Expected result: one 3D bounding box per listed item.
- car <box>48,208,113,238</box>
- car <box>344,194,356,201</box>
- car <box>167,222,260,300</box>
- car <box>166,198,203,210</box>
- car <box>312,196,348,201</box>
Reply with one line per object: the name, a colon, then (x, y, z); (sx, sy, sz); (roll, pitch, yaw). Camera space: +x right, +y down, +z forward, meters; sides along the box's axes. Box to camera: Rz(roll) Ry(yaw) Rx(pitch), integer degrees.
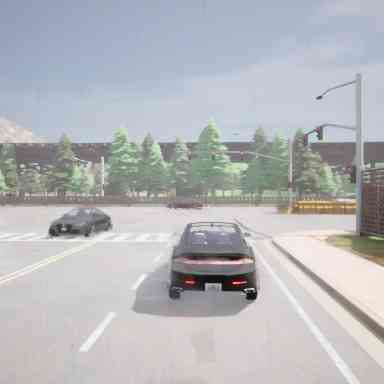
car: (-5.781, 1.564, 17.687); (1.994, 1.385, 4.181); (0, 0, 8)
car: (19.847, 1.216, 41.359); (5.566, 2.045, 2.150); (-1, 0, 2)
car: (0.510, 1.492, 8.397); (2.128, 1.511, 4.902); (0, 0, 3)
car: (-0.936, 1.525, 41.942); (4.674, 1.442, 1.812); (0, 0, 1)
car: (14.544, 1.491, 37.976); (4.902, 1.511, 2.128); (0, 0, 1)
